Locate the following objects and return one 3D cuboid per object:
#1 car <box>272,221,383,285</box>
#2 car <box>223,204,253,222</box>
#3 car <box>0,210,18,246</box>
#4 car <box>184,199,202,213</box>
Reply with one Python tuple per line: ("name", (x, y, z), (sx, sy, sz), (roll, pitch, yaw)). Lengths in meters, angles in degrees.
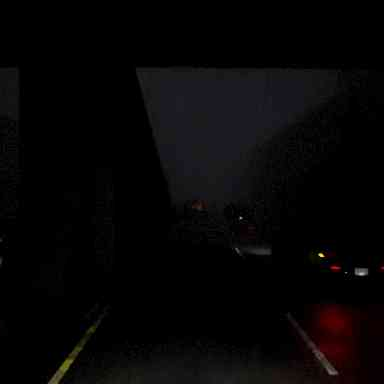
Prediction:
("car", (3.599, 1.531, 9.365), (1.812, 1.442, 4.674), (0, 0, 0))
("car", (3.596, 1.617, 26.691), (1.895, 1.301, 4.718), (0, 0, 0))
("car", (-7.103, 1.501, 14.658), (2.128, 1.511, 4.902), (0, 0, 0))
("car", (0.094, 1.500, 37.723), (1.882, 1.535, 5.008), (0, 0, 0))
